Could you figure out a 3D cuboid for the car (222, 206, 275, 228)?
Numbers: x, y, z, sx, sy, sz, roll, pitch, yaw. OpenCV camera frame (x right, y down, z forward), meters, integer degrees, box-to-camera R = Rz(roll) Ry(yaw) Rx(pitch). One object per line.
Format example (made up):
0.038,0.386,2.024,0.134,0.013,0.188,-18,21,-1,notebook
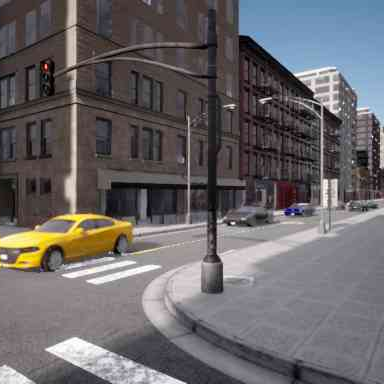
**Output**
4.250,1.690,24.073,2.033,1.411,5.357,0,0,35,car

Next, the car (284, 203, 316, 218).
10.808,1.808,33.269,1.895,1.301,4.718,0,0,36,car

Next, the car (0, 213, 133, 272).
-4.037,1.529,11.347,1.882,1.535,5.008,0,-1,26,car

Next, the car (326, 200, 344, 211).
19.812,1.819,45.748,1.812,1.442,4.674,0,0,35,car

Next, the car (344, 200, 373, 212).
22.035,1.781,43.957,2.128,1.511,4.902,0,0,36,car

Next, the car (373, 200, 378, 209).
27.789,1.904,52.034,1.994,1.385,4.181,0,0,35,car
